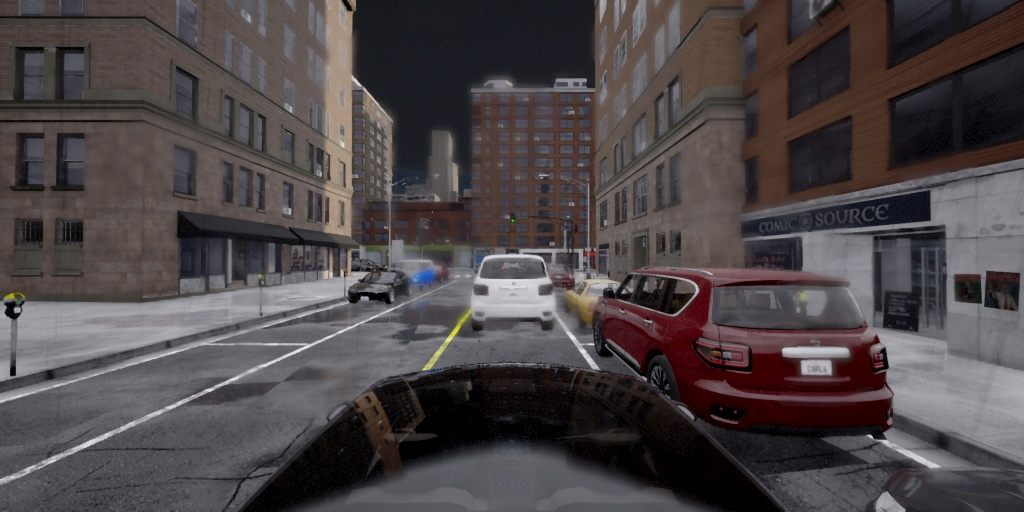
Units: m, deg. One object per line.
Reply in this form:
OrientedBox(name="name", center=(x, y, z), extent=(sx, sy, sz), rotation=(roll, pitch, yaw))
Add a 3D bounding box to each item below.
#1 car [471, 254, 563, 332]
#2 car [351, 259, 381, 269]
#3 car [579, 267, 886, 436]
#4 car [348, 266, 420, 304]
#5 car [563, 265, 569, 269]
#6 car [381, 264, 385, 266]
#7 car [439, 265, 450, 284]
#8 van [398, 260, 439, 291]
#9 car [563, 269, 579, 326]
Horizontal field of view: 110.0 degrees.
OrientedBox(name="car", center=(0.013, 0.979, 11.062), extent=(2.150, 2.045, 5.566), rotation=(0, 0, -1))
OrientedBox(name="car", center=(-18.065, 1.166, 40.336), extent=(5.357, 1.411, 2.033), rotation=(0, -1, 0))
OrientedBox(name="car", center=(2.662, 1.067, 5.535), extent=(2.192, 1.841, 5.009), rotation=(0, 0, 0))
OrientedBox(name="car", center=(-5.884, 1.330, 16.486), extent=(1.948, 1.339, 4.313), rotation=(0, 0, 0))
OrientedBox(name="car", center=(2.631, 1.212, 21.983), extent=(1.967, 1.591, 4.097), rotation=(0, 0, 0))
OrientedBox(name="car", center=(-17.871, 1.161, 43.586), extent=(4.892, 1.490, 1.837), rotation=(0, -1, 0))
OrientedBox(name="car", center=(-5.905, 1.324, 27.451), extent=(1.888, 1.381, 4.507), rotation=(0, 0, 0))
OrientedBox(name="van", center=(-5.894, 1.112, 21.969), extent=(1.690, 1.789, 3.998), rotation=(0, 0, 0))
OrientedBox(name="car", center=(2.652, 1.283, 11.188), extent=(1.751, 1.417, 4.829), rotation=(0, 0, 0))
